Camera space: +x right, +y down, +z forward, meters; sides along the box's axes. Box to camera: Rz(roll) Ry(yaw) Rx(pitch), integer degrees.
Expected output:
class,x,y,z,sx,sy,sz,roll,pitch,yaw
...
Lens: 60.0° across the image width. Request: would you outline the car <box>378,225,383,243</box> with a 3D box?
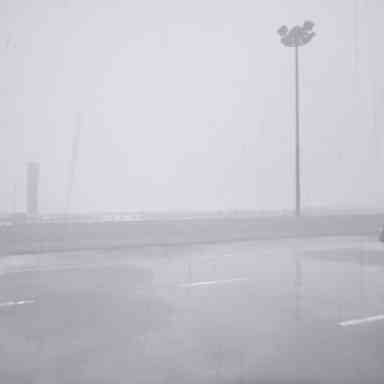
class,x,y,z,sx,sy,sz,roll,pitch,yaw
car,10.339,1.736,14.587,4.674,1.442,1.812,0,-1,-21
